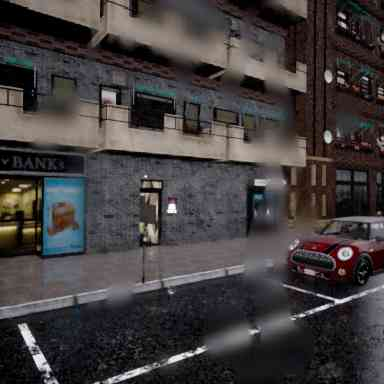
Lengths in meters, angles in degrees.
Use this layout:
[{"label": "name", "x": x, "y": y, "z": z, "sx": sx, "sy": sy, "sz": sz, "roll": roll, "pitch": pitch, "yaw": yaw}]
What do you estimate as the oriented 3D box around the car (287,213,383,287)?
[{"label": "car", "x": 4.517, "y": 1.442, "z": 9.319, "sx": 4.097, "sy": 1.590, "sz": 1.967, "roll": 0, "pitch": 1, "yaw": -36}]
